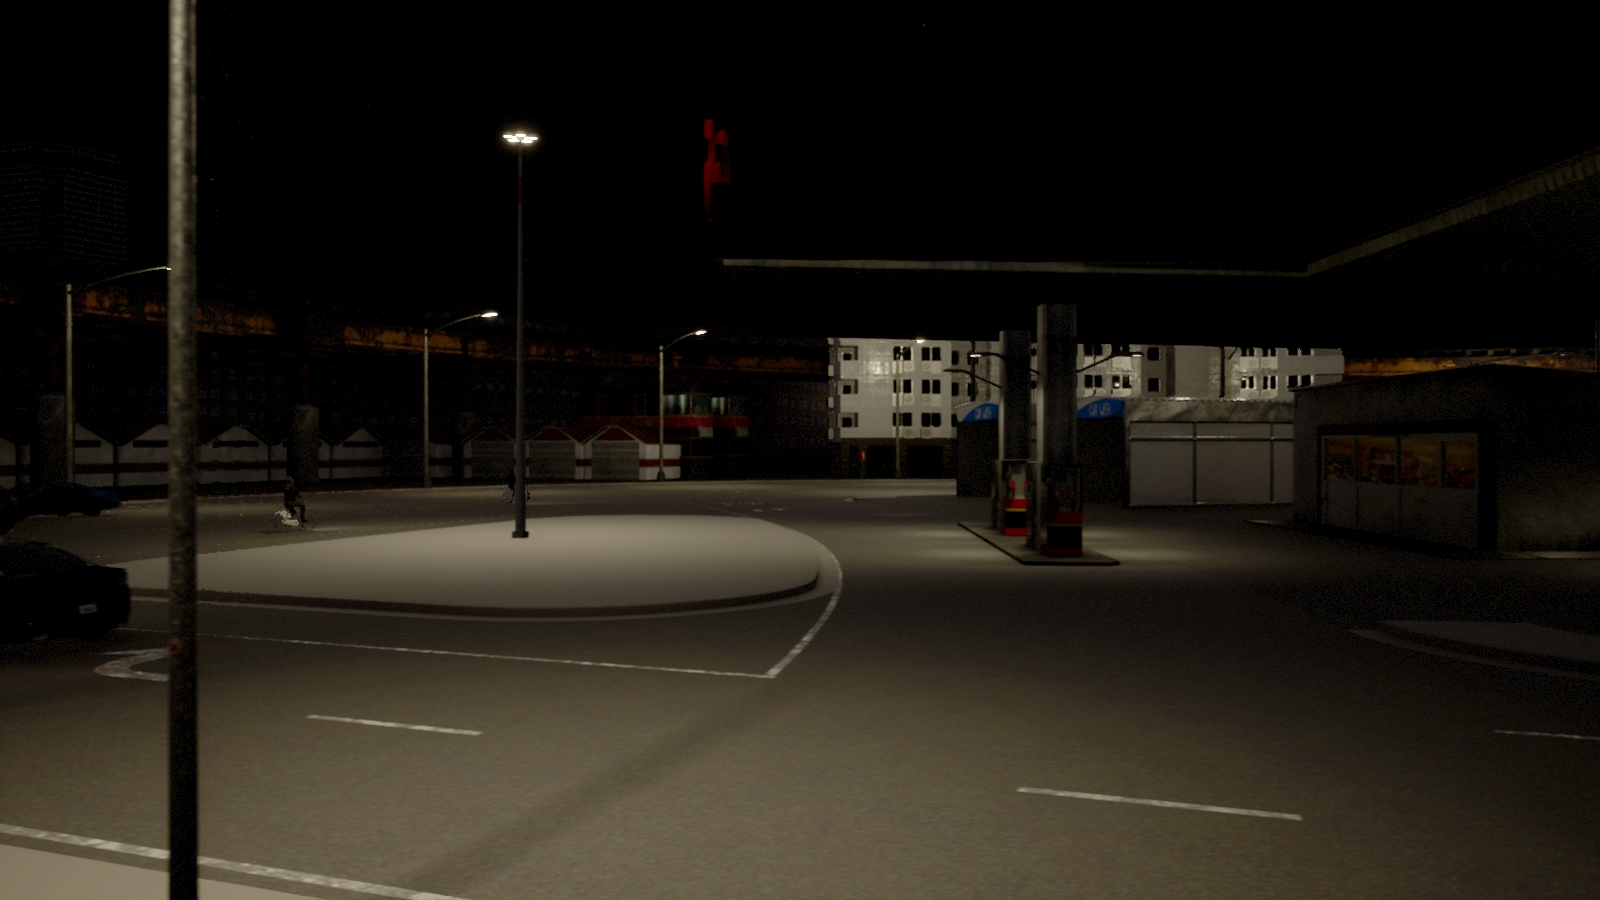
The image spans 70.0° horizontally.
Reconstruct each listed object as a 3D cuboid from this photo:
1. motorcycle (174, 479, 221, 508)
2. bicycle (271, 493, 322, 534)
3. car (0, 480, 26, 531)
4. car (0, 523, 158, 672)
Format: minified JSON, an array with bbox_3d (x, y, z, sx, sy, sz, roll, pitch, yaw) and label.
[{"bbox_3d":[-27.641,1.976,52.472,0.856,1.236,1.805,0,0,19],"label":"motorcycle"},{"bbox_3d":[-16.345,2.052,37.126,0.329,1.196,1.835,0,0,20],"label":"bicycle"},{"bbox_3d":[-27.620,1.850,36.907,1.851,1.617,3.988,0,0,20],"label":"car"},{"bbox_3d":[-11.863,1.916,15.998,5.238,1.638,2.097,0,0,20],"label":"car"}]
